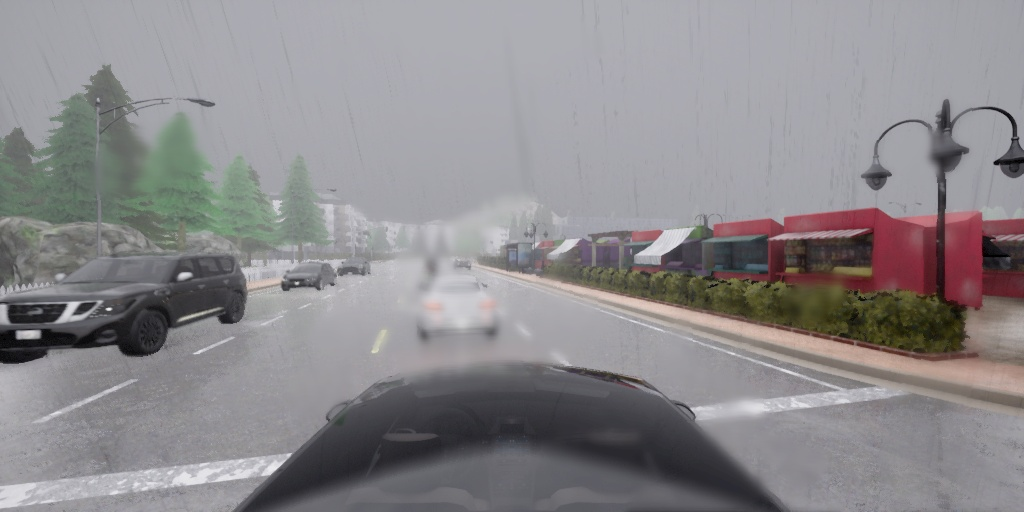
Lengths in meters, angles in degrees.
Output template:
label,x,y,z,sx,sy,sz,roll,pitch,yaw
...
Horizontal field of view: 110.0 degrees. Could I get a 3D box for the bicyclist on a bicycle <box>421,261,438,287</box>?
label,x,y,z,sx,sy,sz,roll,pitch,yaw
bicyclist on a bicycle,-4.483,1.079,19.671,0.582,1.620,1.656,0,1,24

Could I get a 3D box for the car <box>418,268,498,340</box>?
label,x,y,z,sx,sy,sz,roll,pitch,yaw
car,-1.560,1.225,9.848,1.812,1.442,4.674,0,0,-13

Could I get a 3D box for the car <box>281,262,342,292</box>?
label,x,y,z,sx,sy,sz,roll,pitch,yaw
car,-11.433,1.124,20.467,1.837,1.490,4.892,0,0,-13

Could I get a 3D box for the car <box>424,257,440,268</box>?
label,x,y,z,sx,sy,sz,roll,pitch,yaw
car,-11.309,0.900,50.810,1.837,1.490,4.892,0,0,-13

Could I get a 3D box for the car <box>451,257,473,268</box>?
label,x,y,z,sx,sy,sz,roll,pitch,yaw
car,-6.014,1.049,43.798,1.895,1.301,4.718,0,0,-13

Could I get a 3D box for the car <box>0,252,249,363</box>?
label,x,y,z,sx,sy,sz,roll,pitch,yaw
car,-8.592,0.929,8.581,2.150,2.045,5.566,0,0,-14

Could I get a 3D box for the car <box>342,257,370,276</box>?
label,x,y,z,sx,sy,sz,roll,pitch,yaw
car,-14.382,0.878,32.873,2.097,1.767,4.553,0,1,-13
